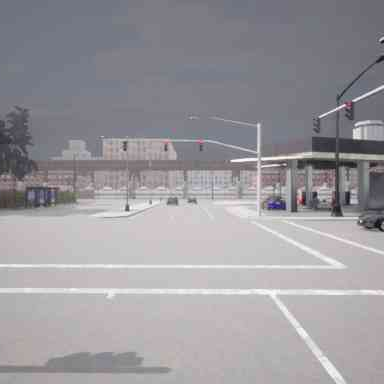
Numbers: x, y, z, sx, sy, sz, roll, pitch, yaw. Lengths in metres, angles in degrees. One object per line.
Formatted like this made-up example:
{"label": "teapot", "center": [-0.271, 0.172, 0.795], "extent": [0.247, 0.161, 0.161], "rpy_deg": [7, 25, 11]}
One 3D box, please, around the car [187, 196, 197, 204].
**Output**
{"label": "car", "center": [0.022, 1.547, 64.370], "extent": [2.033, 1.411, 5.357], "rpy_deg": [0, 0, 0]}

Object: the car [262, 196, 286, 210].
{"label": "car", "center": [9.724, 1.295, 39.691], "extent": [2.242, 1.667, 4.611], "rpy_deg": [0, 0, 0]}

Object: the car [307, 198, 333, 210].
{"label": "car", "center": [15.469, 1.456, 40.452], "extent": [1.970, 1.475, 3.806], "rpy_deg": [0, 0, 0]}

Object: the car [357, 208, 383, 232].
{"label": "car", "center": [12.297, 1.505, 19.528], "extent": [4.892, 1.490, 1.837], "rpy_deg": [0, 0, -1]}

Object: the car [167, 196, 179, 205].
{"label": "car", "center": [-3.380, 1.491, 59.445], "extent": [2.128, 1.511, 4.902], "rpy_deg": [0, 0, 0]}
